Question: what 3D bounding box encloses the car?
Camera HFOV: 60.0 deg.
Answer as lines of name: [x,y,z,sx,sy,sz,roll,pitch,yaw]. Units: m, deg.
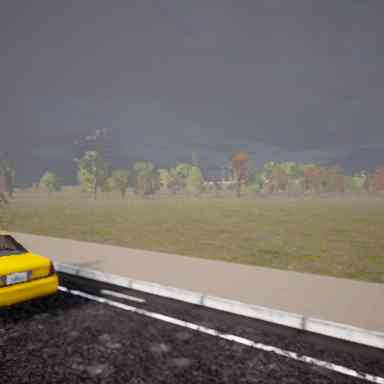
car: [-5.070,1.443,7.178,5.366,1.575,1.801,0,0,35]
